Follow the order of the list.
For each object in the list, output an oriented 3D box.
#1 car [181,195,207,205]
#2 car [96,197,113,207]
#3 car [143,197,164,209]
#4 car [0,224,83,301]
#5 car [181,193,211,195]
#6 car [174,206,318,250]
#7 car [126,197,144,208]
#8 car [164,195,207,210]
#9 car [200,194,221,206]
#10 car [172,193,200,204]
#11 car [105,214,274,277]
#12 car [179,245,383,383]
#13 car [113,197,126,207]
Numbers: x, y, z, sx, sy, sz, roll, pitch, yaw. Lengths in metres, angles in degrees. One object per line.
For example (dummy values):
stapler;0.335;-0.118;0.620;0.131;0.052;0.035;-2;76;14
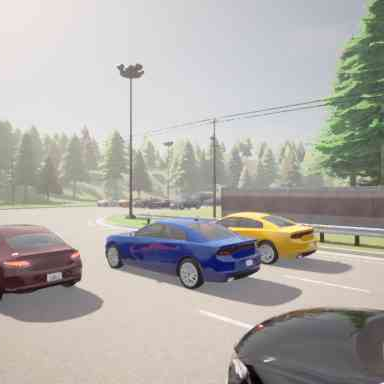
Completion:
car;0.417;1.359;59.438;2.097;1.767;4.553;0;0;43
car;-12.305;1.528;50.796;1.812;1.442;4.674;0;0;42
car;-3.751;1.603;44.590;1.895;1.301;4.718;0;0;43
car;-4.441;1.526;8.189;4.674;1.442;1.812;0;0;42
car;1.337;1.225;55.285;2.150;2.045;5.566;0;0;43
car;1.858;1.478;11.912;5.008;1.535;1.882;0;0;43
car;-6.302;1.494;46.987;2.128;1.511;4.902;0;0;43
car;-0.781;1.493;42.647;2.128;1.511;4.902;0;0;43
car;3.486;1.528;52.444;1.812;1.442;4.674;0;0;43
car;-1.084;1.225;62.961;2.150;2.045;5.566;0;0;43
car;-0.502;1.478;9.327;5.008;1.535;1.882;0;0;43
car;2.432;1.492;1.974;4.902;1.511;2.128;0;0;42
car;-8.696;1.480;49.554;1.882;1.535;5.008;0;0;43
